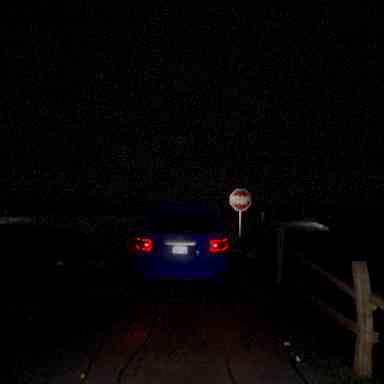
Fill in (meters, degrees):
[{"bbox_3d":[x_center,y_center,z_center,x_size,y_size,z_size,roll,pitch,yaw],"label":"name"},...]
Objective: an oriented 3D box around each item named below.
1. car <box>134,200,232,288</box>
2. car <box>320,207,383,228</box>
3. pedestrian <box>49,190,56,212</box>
[{"bbox_3d":[-0.064,1.223,9.356,2.150,2.045,5.566,0,1,4],"label":"car"},{"bbox_3d":[12.796,1.890,25.472,5.357,1.411,2.033,2,3,0],"label":"car"},{"bbox_3d":[-12.025,0.757,28.606,0.375,1.860,0.375,0,1,0],"label":"pedestrian"}]
